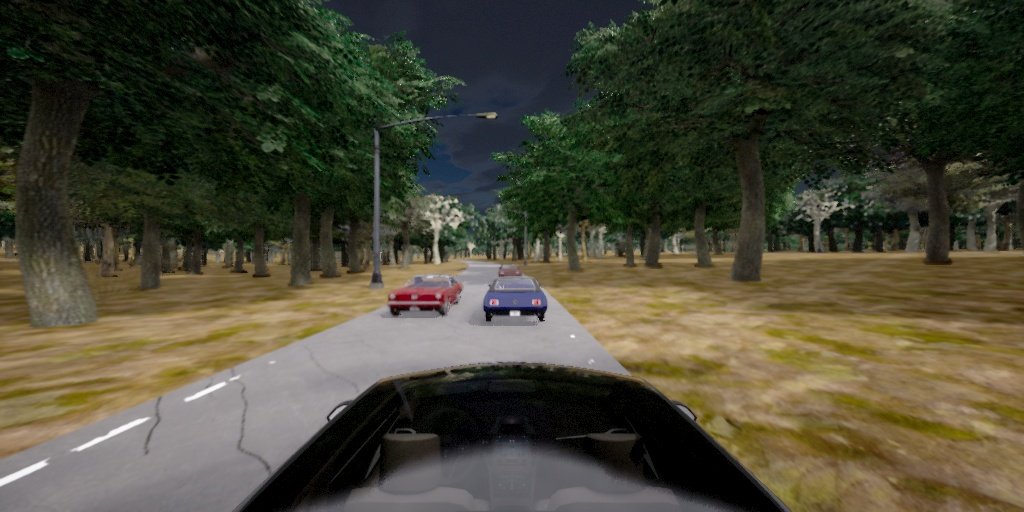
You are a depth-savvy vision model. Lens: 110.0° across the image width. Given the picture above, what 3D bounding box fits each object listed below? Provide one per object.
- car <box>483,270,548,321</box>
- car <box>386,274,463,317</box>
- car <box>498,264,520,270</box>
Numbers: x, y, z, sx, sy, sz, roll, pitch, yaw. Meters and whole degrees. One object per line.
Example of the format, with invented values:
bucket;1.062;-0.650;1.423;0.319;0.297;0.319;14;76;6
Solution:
car;0.091;1.349;12.411;1.895;1.301;4.718;0;0;0
car;-3.040;1.348;13.362;1.895;1.301;4.718;0;0;0
car;-0.263;1.336;30.087;1.895;1.301;4.718;0;0;-2
